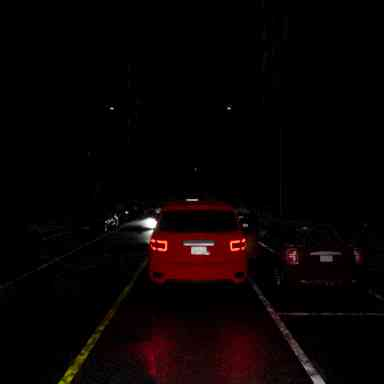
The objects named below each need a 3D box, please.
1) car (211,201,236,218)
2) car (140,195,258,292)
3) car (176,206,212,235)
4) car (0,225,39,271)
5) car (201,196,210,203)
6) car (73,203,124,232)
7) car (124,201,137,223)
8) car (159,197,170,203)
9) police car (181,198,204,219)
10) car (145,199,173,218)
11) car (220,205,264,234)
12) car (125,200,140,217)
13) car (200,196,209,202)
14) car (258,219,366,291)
[{"bbox_3d":[2.870,1.569,31.014,1.947,1.339,4.313,0,0,0],"label":"car"},{"bbox_3d":[0.108,1.221,9.093,2.150,2.045,5.566,0,0,-1],"label":"car"},{"bbox_3d":[0.109,1.602,19.863,1.895,1.301,4.718,0,0,0],"label":"car"},{"bbox_3d":[-5.667,1.582,9.014,1.802,1.307,4.206,0,0,0],"label":"car"},{"bbox_3d":[2.935,1.580,73.684,1.752,1.417,4.829,0,0,0],"label":"car"},{"bbox_3d":[-5.661,1.567,20.016,1.947,1.339,4.313,0,0,0],"label":"car"},{"bbox_3d":[-5.659,1.584,25.517,1.802,1.307,4.206,0,0,0],"label":"car"},{"bbox_3d":[-5.602,1.626,68.122,1.802,1.307,4.206,0,0,0],"label":"car"},{"bbox_3d":[0.015,1.428,30.127,1.930,1.638,5.238,0,0,0],"label":"police car"},{"bbox_3d":[-2.991,1.497,31.367,2.128,1.511,4.902,0,0,0],"label":"car"},{"bbox_3d":[2.864,1.552,20.012,2.008,1.369,4.403,0,0,0],"label":"car"},{"bbox_3d":[-5.656,1.444,31.019,1.967,1.590,4.097,0,0,0],"label":"car"},{"bbox_3d":[2.948,1.617,78.922,2.008,1.369,4.403,0,0,0],"label":"car"},{"bbox_3d":[2.858,1.440,9.009,1.967,1.590,4.097,0,0,0],"label":"car"}]
